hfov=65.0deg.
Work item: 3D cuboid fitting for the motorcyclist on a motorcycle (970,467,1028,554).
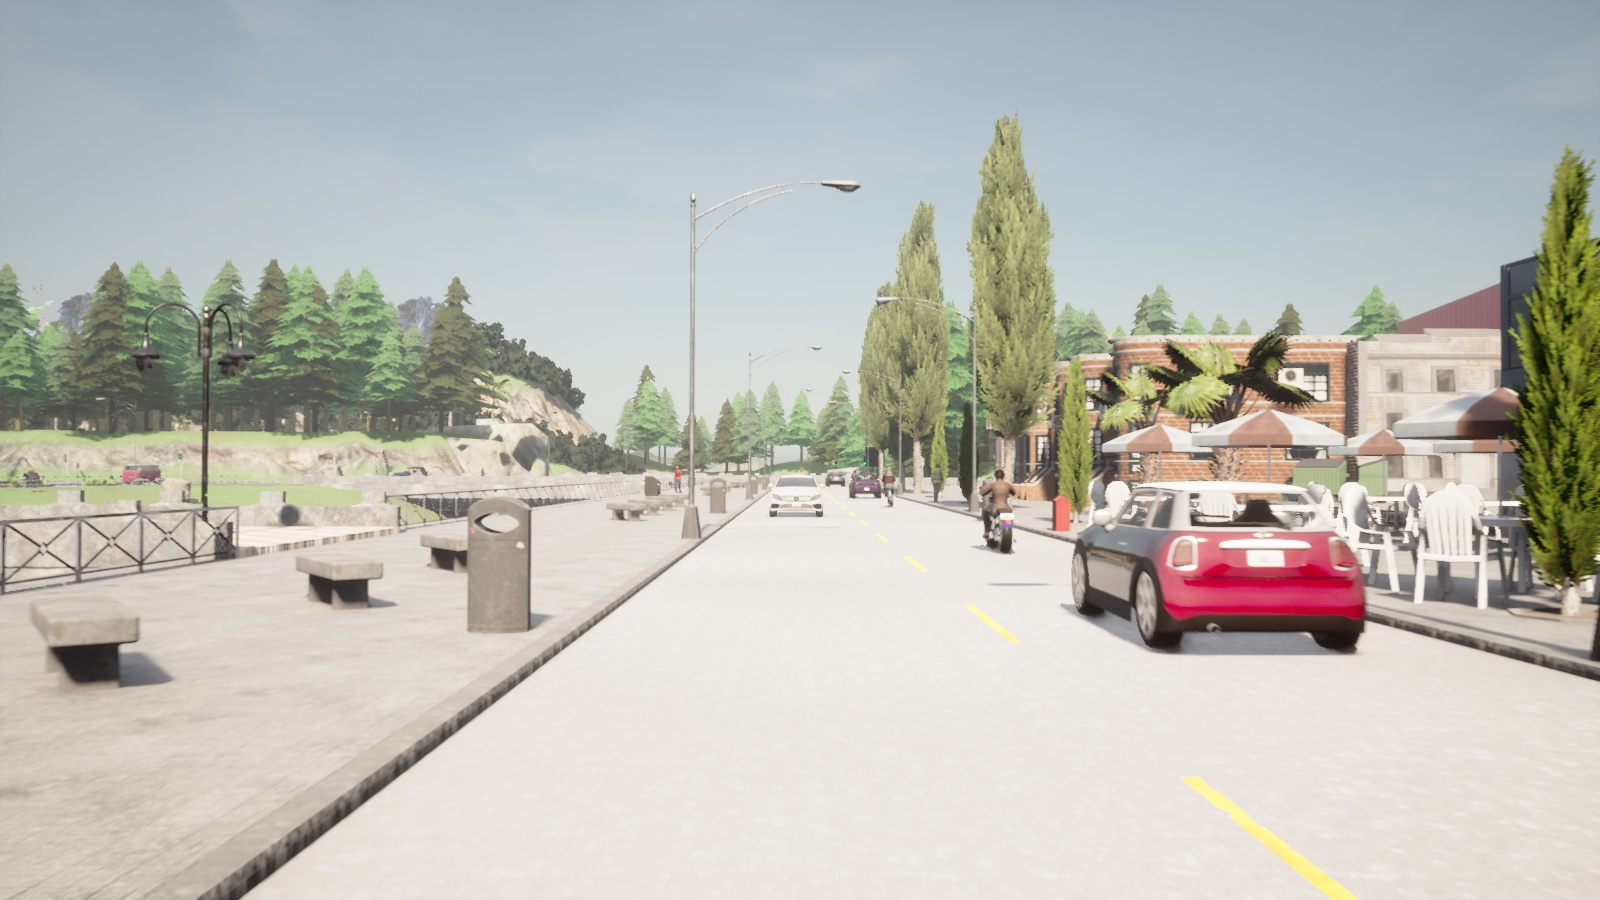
[{"bbox_3d":[3.934,1.169,25.043,0.766,1.649,2.350,0,-1,0],"label":"motorcyclist on a motorcycle"}]

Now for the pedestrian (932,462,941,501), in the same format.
[{"bbox_3d":[6.421,1.488,59.105,0.353,1.847,0.614,0,-1,9],"label":"pedestrian"}]

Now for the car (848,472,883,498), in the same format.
[{"bbox_3d":[3.809,2.048,73.767,1.816,1.474,4.193,0,-1,0],"label":"car"}]

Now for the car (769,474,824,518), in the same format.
[{"bbox_3d":[-0.113,1.575,43.853,1.812,1.442,4.674,0,-1,0],"label":"car"}]

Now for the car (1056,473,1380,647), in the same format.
[{"bbox_3d":[3.966,0.976,12.645,1.970,1.475,3.806,0,-1,0],"label":"car"}]
